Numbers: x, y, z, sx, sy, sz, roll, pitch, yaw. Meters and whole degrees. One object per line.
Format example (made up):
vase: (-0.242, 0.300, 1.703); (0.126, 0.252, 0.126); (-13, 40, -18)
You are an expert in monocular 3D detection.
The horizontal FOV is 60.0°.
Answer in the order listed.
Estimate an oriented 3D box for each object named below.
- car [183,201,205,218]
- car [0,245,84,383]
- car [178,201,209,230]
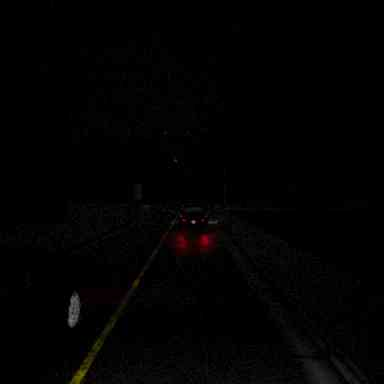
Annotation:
car: (0.112, 1.613, 32.277); (2.033, 1.411, 5.357); (0, 0, -1)
car: (-2.851, 1.475, 3.961); (1.882, 1.535, 5.008); (0, 0, 0)
car: (0.099, 1.547, 21.329); (1.812, 1.442, 4.674); (0, -1, 0)
